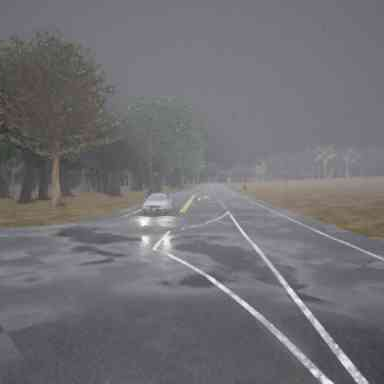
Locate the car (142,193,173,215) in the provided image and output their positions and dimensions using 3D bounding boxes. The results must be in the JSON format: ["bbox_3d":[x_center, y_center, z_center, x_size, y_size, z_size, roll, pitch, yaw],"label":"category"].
[{"bbox_3d":[-2.506,0.821,25.030,1.812,1.442,4.674,0,2,2],"label":"car"}]
